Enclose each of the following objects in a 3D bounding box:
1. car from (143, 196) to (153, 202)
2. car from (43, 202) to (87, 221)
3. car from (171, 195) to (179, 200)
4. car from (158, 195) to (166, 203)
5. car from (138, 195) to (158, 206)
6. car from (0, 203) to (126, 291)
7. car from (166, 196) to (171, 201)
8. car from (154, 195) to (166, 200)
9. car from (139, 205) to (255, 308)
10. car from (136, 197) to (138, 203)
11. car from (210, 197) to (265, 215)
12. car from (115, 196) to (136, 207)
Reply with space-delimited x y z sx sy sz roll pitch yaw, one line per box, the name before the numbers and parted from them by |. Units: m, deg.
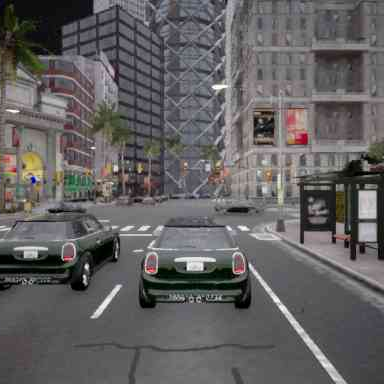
car | -10.434 1.552 79.327 1.994 1.385 4.181 0 0 0
car | -10.579 1.601 28.129 1.895 1.301 4.718 0 0 0
car | -5.139 1.595 94.608 1.895 1.301 4.718 0 0 16
car | -6.957 1.547 67.549 2.033 1.411 5.357 0 0 0
car | -7.045 1.525 54.013 1.812 1.442 4.674 0 0 0
car | -3.422 1.352 9.208 2.097 1.767 4.553 0 0 0
car | -6.935 1.478 80.558 1.882 1.535 5.008 0 0 0
car | -8.981 1.500 93.734 1.837 1.490 4.892 0 0 13
car | 0.070 1.352 8.063 2.097 1.767 4.553 0 0 0
car | -10.457 1.600 67.313 1.895 1.301 4.718 0 0 0
car | 4.560 1.491 32.433 4.902 1.511 2.128 0 0 16
car | -10.550 1.352 51.862 2.097 1.767 4.553 0 0 0
